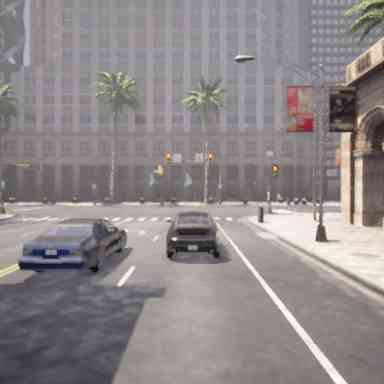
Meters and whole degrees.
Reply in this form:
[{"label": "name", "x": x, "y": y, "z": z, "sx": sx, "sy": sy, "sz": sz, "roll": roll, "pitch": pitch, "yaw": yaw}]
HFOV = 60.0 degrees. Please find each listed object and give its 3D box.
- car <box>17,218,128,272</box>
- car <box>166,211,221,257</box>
[{"label": "car", "x": -3.474, "y": 1.542, "z": 10.751, "sx": 2.033, "sy": 1.411, "sz": 5.357, "roll": 0, "pitch": 0, "yaw": 0}, {"label": "car", "x": 0.052, "y": 1.500, "z": 12.932, "sx": 1.837, "sy": 1.490, "sz": 4.892, "roll": 0, "pitch": 0, "yaw": 1}]
